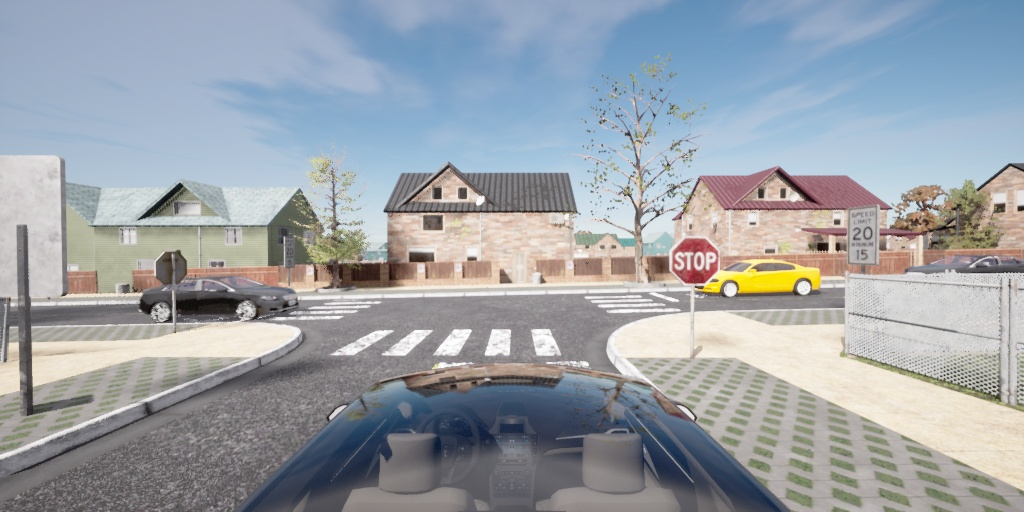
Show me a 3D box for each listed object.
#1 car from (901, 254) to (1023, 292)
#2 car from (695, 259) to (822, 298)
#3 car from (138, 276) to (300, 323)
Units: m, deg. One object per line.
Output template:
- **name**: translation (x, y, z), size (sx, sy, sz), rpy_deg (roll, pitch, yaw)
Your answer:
- **car**: translation (19.955, 0.699, 15.607), size (4.902, 1.511, 2.128), rpy_deg (-1, 1, 0)
- **car**: translation (10.526, 0.908, 15.626), size (5.008, 1.535, 1.882), rpy_deg (-1, 1, -1)
- **car**: translation (-10.326, 1.457, 12.832), size (4.902, 1.511, 2.128), rpy_deg (-1, 1, 0)
